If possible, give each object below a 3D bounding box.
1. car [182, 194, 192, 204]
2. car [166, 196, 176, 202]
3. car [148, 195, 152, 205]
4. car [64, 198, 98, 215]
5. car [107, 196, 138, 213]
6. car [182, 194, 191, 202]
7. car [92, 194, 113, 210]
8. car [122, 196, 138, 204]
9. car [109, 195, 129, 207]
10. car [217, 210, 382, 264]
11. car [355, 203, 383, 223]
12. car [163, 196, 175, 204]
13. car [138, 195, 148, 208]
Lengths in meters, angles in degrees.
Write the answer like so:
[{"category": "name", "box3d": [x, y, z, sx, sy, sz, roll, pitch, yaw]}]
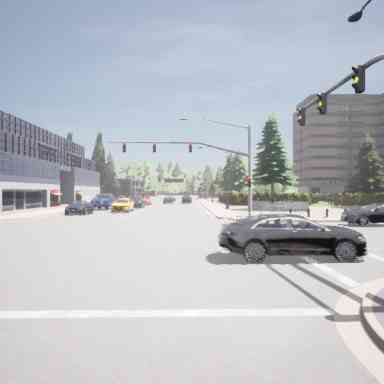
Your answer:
[{"category": "car", "box3d": [-0.993, 1.505, 64.899, 1.837, 1.490, 4.892, 0, 0, -1]}, {"category": "car", "box3d": [-4.738, 1.509, 75.209, 1.895, 1.301, 4.718, 0, 0, -1]}, {"category": "car", "box3d": [-8.065, 1.352, 57.155, 2.097, 1.767, 4.553, 0, 0, -1]}, {"category": "car", "box3d": [-11.251, 1.564, 33.411, 1.994, 1.385, 4.181, 0, 0, -1]}, {"category": "car", "box3d": [-7.816, 1.477, 37.804, 1.882, 1.535, 5.008, 0, 0, -1]}, {"category": "car", "box3d": [-1.232, 1.355, 74.964, 2.097, 1.767, 4.553, 0, 0, -1]}, {"category": "car", "box3d": [-11.386, 1.221, 42.764, 2.150, 2.045, 5.566, 0, 0, -1]}, {"category": "car", "box3d": [-11.611, 1.491, 62.922, 2.128, 1.511, 4.902, 0, 0, 0]}, {"category": "car", "box3d": [-11.512, 1.352, 52.664, 2.097, 1.767, 4.553, 0, 0, -1]}, {"category": "car", "box3d": [3.303, 1.491, 11.250, 4.902, 1.511, 2.128, 0, 0, -2]}, {"category": "car", "box3d": [12.497, 1.491, 22.183, 4.902, 1.511, 2.128, 0, 0, -1]}, {"category": "car", "box3d": [-4.590, 1.547, 64.574, 2.033, 1.411, 5.357, 0, 0, -1]}, {"category": "car", "box3d": [-7.941, 1.352, 47.040, 2.097, 1.767, 4.553, 0, 0, -1]}]
